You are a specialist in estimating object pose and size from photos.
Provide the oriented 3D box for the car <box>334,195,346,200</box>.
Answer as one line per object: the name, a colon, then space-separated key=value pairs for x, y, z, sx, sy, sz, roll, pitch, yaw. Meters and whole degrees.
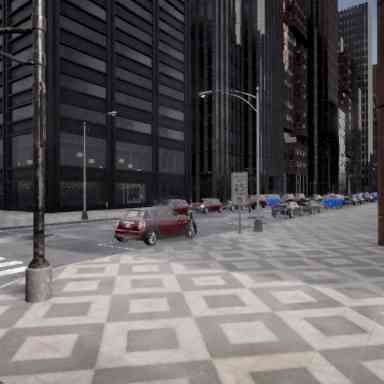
car: x=37.414 y=1.396 z=83.939 sx=1.947 sy=1.339 sz=4.313 roll=0 pitch=0 yaw=36

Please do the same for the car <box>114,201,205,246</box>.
car: x=-1.483 y=1.393 z=15.208 sx=1.967 sy=1.590 sz=4.097 roll=0 pitch=0 yaw=36

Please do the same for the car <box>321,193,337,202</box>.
car: x=30.866 y=1.161 z=74.829 sx=2.192 sy=1.841 sz=5.009 roll=0 pitch=0 yaw=36

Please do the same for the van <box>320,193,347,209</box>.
van: x=18.157 y=1.216 z=42.536 sx=1.690 sy=1.788 sz=3.998 roll=0 pitch=0 yaw=36

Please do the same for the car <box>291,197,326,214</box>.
car: x=11.611 y=1.465 z=33.427 sx=1.947 sy=1.339 sz=4.313 roll=0 pitch=0 yaw=36

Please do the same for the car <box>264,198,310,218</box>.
car: x=8.337 y=1.463 z=28.872 sx=2.008 sy=1.369 sz=4.403 roll=0 pitch=0 yaw=36

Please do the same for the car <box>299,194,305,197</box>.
car: x=17.771 y=1.199 z=56.607 sx=2.192 sy=1.841 sz=5.009 roll=0 pitch=0 yaw=36

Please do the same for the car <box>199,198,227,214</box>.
car: x=1.404 y=1.383 z=33.832 sx=1.967 sy=1.590 sz=4.097 roll=0 pitch=0 yaw=36

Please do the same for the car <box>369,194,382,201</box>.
car: x=41.071 y=1.247 z=74.420 sx=1.967 sy=1.590 sz=4.097 roll=0 pitch=0 yaw=36

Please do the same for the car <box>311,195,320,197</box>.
car: x=24.319 y=1.305 z=65.718 sx=1.967 sy=1.590 sz=4.097 roll=0 pitch=0 yaw=36

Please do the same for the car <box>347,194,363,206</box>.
car: x=24.704 y=1.419 z=51.646 sx=1.947 sy=1.339 sz=4.313 roll=0 pitch=0 yaw=36

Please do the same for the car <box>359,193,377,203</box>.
car: x=34.525 y=1.370 z=65.311 sx=1.887 sy=1.381 sz=4.507 roll=0 pitch=0 yaw=36

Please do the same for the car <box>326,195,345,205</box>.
car: x=23.805 y=1.337 z=54.958 sx=1.882 sy=1.535 sz=5.008 roll=0 pitch=0 yaw=35

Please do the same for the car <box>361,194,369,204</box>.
car: x=27.978 y=1.409 z=56.201 sx=1.947 sy=1.339 sz=4.313 roll=0 pitch=0 yaw=36

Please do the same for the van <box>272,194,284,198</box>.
van: x=11.224 y=1.247 z=47.497 sx=1.690 sy=1.788 sz=3.998 roll=0 pitch=0 yaw=36

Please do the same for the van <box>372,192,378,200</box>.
van: x=37.798 y=1.157 z=69.865 sx=1.690 sy=1.788 sz=3.998 roll=0 pitch=0 yaw=36

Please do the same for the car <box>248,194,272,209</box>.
car: x=7.951 y=1.233 z=42.943 sx=2.192 sy=1.841 sz=5.009 roll=0 pitch=0 yaw=36

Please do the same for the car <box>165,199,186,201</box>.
car: x=-1.870 y=1.396 z=29.277 sx=1.967 sy=1.590 sz=4.097 roll=0 pitch=0 yaw=36

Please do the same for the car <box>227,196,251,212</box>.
car: x=4.678 y=1.481 z=38.388 sx=2.008 sy=1.369 sz=4.403 roll=0 pitch=0 yaw=36

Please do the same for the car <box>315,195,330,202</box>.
car: x=27.593 y=1.406 z=70.274 sx=2.008 sy=1.369 sz=4.403 roll=0 pitch=0 yaw=36

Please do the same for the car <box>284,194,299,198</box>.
car: x=14.498 y=1.210 z=52.053 sx=2.192 sy=1.841 sz=5.009 roll=0 pitch=0 yaw=36
